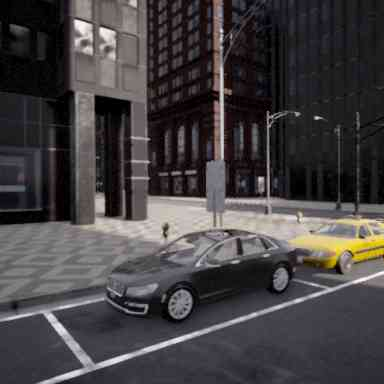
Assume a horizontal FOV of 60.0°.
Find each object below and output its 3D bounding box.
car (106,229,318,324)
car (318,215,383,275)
[{"bbox_3d":[0.407,1.506,6.997,4.403,1.369,2.008,-1,1,-36],"label":"car"},{"bbox_3d":[4.720,1.425,10.149,4.829,1.417,1.752,-1,0,-36],"label":"car"}]
